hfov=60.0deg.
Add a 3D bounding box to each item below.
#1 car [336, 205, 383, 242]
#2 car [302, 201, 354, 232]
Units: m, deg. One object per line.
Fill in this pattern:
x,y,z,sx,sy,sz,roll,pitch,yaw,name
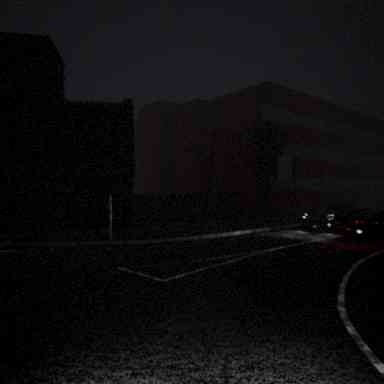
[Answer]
9.342,1.553,16.641,4.892,1.490,1.837,0,-1,-42,car
8.802,1.420,20.807,4.553,1.767,2.097,0,0,-41,car
